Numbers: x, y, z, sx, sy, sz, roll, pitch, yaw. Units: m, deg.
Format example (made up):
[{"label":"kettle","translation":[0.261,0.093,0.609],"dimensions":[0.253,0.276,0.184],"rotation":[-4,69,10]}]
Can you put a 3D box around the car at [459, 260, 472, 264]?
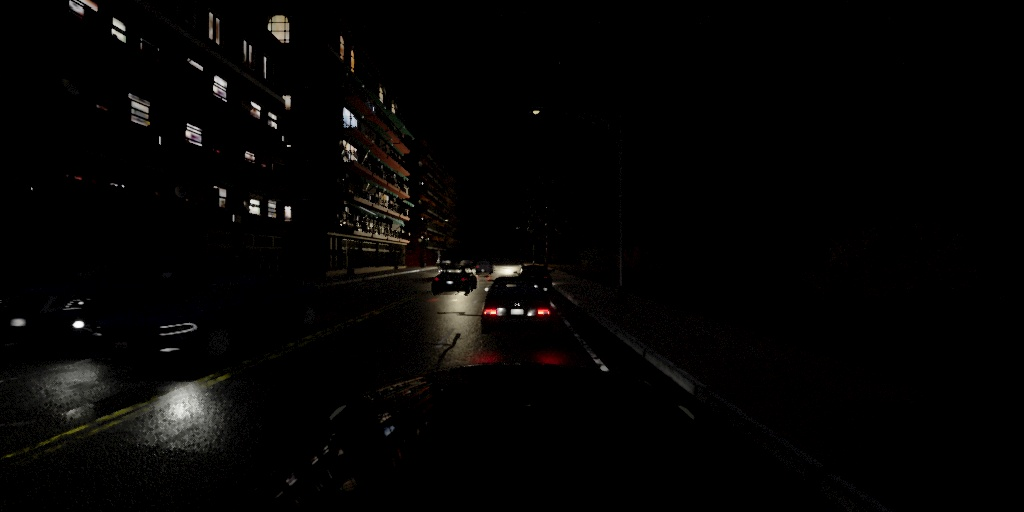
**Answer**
[{"label":"car","translation":[-6.504,1.298,51.699],"dimensions":[2.033,1.411,5.357],"rotation":[0,0,0]}]

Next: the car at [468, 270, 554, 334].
[{"label":"car","translation":[0.118,1.299,10.561],"dimensions":[2.033,1.411,5.357],"rotation":[0,0,0]}]

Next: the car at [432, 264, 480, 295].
[{"label":"car","translation":[-3.117,1.316,20.013],"dimensions":[1.994,1.385,4.181],"rotation":[0,0,0]}]

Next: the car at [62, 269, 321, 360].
[{"label":"car","translation":[-6.588,1.229,8.533],"dimensions":[1.882,1.535,5.008],"rotation":[0,0,0]}]

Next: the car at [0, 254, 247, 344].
[{"label":"car","translation":[-9.838,0.973,9.911],"dimensions":[2.150,2.045,5.566],"rotation":[0,0,0]}]

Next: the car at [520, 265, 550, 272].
[{"label":"car","translation":[1.171,1.257,20.250],"dimensions":[1.837,1.490,4.892],"rotation":[0,0,0]}]

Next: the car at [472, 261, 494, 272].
[{"label":"car","translation":[-3.080,1.277,40.123],"dimensions":[1.812,1.442,4.674],"rotation":[0,0,0]}]

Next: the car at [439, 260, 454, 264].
[{"label":"car","translation":[-9.745,1.314,53.289],"dimensions":[1.994,1.385,4.181],"rotation":[0,0,0]}]
